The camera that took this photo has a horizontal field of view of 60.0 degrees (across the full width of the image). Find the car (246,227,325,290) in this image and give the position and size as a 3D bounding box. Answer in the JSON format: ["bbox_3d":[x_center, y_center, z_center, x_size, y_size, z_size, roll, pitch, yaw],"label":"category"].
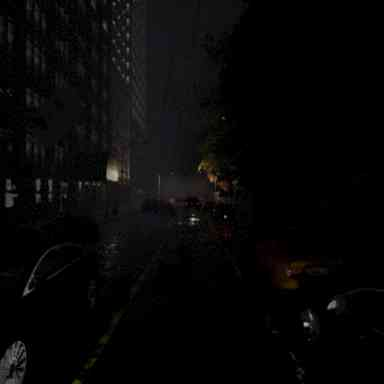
[{"bbox_3d":[2.573,1.624,9.141,1.752,1.417,4.829,0,-1,0],"label":"car"}]

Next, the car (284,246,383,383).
[{"bbox_3d":[2.568,1.604,3.426,1.947,1.339,4.313,0,-1,0],"label":"car"}]

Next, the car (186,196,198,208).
[{"bbox_3d":[0.052,1.884,64.138,2.150,2.045,5.566,0,-1,0],"label":"car"}]

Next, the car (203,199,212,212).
[{"bbox_3d":[2.604,2.044,47.786,1.887,1.381,4.507,0,-1,0],"label":"car"}]

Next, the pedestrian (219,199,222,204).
[{"bbox_3d":[2.776,1.641,32.978,0.375,1.860,0.375,0,-1,0],"label":"pedestrian"}]

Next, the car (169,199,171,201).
[{"bbox_3d":[-5.267,2.051,58.888,1.967,1.590,4.097,0,-1,0],"label":"car"}]

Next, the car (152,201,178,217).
[{"bbox_3d":[-2.815,1.943,36.134,1.994,1.385,4.181,0,-1,0],"label":"car"}]

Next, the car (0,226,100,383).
[{"bbox_3d":[-2.832,1.548,5.092,2.128,1.511,4.902,0,-1,0],"label":"car"}]

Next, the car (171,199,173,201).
[{"bbox_3d":[-5.263,2.190,64.262,1.752,1.417,4.829,0,-1,0],"label":"car"}]

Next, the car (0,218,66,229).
[{"bbox_3d":[-5.308,1.641,8.985,1.887,1.381,4.507,0,-1,0],"label":"car"}]

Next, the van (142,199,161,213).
[{"bbox_3d":[-5.280,1.783,42.255,1.690,1.788,3.998,0,-1,0],"label":"van"}]

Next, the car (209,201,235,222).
[{"bbox_3d":[2.774,1.822,30.029,1.837,1.490,4.892,0,-1,0],"label":"car"}]

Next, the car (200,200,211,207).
[{"bbox_3d":[2.618,2.233,64.421,1.947,1.339,4.313,0,-1,0],"label":"car"}]

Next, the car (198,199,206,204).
[{"bbox_3d":[2.636,2.437,86.601,2.008,1.369,4.403,0,-1,0],"label":"car"}]

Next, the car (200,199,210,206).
[{"bbox_3d":[2.622,2.267,69.966,1.887,1.381,4.507,0,-1,0],"label":"car"}]

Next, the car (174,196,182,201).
[{"bbox_3d":[-2.688,1.810,77.647,2.150,2.045,5.566,0,-1,0],"label":"car"}]

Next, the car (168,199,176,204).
[{"bbox_3d":[-5.245,2.430,86.610,1.887,1.381,4.507,0,-1,0],"label":"car"}]

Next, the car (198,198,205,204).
[{"bbox_3d":[2.640,2.485,92.146,1.887,1.381,4.507,0,-1,0],"label":"car"}]

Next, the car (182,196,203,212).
[{"bbox_3d":[0.051,1.714,47.030,2.150,2.045,5.566,0,0,0],"label":"car"}]

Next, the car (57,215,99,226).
[{"bbox_3d":[-5.303,1.721,14.529,1.947,1.339,4.313,0,-1,0],"label":"car"}]
